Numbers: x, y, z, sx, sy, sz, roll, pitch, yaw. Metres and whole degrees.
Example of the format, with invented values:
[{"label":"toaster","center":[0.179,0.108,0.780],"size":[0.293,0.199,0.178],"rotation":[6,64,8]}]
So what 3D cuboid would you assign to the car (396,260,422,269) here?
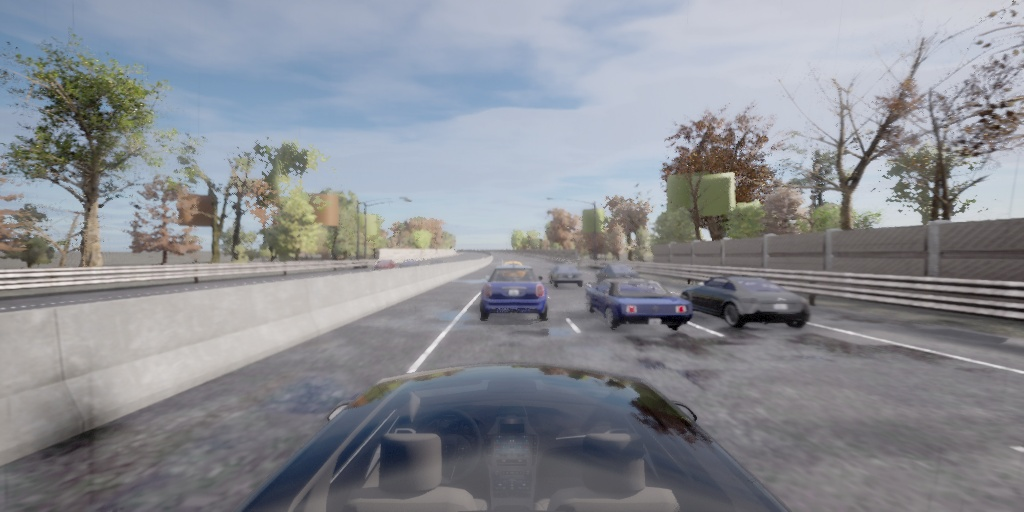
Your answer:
[{"label":"car","center":[-14.079,1.269,50.337],"size":[2.033,1.411,5.357],"rotation":[0,0,0]}]

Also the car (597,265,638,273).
[{"label":"car","center":[7.049,1.285,24.334],"size":[2.033,1.411,5.357],"rotation":[0,0,1]}]

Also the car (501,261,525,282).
[{"label":"car","center":[0.083,1.213,29.687],"size":[1.882,1.535,5.008],"rotation":[0,0,0]}]

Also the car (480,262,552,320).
[{"label":"car","center":[0.069,1.096,12.754],"size":[2.097,1.767,4.553],"rotation":[0,0,0]}]

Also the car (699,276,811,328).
[{"label":"car","center":[7.064,1.307,11.410],"size":[1.994,1.385,4.181],"rotation":[0,0,1]}]

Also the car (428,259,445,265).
[{"label":"car","center":[-10.584,1.225,50.391],"size":[1.837,1.490,4.892],"rotation":[0,0,0]}]

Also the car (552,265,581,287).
[{"label":"car","center":[3.548,1.286,24.309],"size":[2.033,1.411,5.357],"rotation":[0,0,0]}]

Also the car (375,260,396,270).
[{"label":"car","center":[-17.581,1.247,50.271],"size":[1.812,1.442,4.674],"rotation":[0,0,0]}]

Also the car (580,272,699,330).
[{"label":"car","center":[3.560,1.346,11.094],"size":[1.895,1.301,4.718],"rotation":[0,0,1]}]
